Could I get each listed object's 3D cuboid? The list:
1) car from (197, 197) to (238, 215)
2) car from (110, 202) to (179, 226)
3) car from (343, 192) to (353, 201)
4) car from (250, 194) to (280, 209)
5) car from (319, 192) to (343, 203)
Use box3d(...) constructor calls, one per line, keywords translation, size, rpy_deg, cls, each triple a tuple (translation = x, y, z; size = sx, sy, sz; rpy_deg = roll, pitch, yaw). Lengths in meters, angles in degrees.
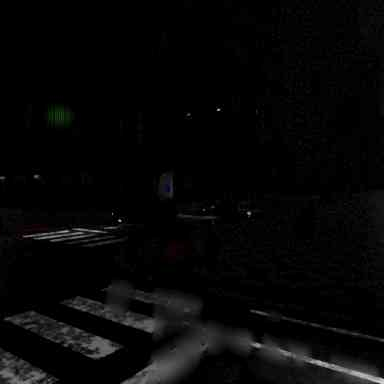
box3d(translation=(2.322, 1.157, 28.768), size=(1.812, 1.442, 4.674), rpy_deg=(0, 1, 36), cls="car")
box3d(translation=(-2.957, 1.353, 21.413), size=(1.895, 1.301, 4.718), rpy_deg=(0, 1, 36), cls="car")
box3d(translation=(25.488, 0.653, 55.641), size=(1.882, 1.535, 5.008), rpy_deg=(0, 1, 36), cls="car")
box3d(translation=(8.129, 0.976, 36.868), size=(1.882, 1.535, 5.008), rpy_deg=(0, 1, 36), cls="car")
box3d(translation=(19.600, 0.814, 47.417), size=(1.837, 1.490, 4.892), rpy_deg=(0, 1, 36), cls="car")
